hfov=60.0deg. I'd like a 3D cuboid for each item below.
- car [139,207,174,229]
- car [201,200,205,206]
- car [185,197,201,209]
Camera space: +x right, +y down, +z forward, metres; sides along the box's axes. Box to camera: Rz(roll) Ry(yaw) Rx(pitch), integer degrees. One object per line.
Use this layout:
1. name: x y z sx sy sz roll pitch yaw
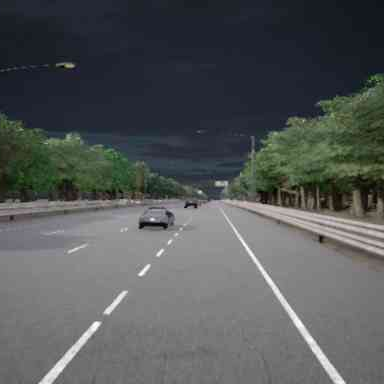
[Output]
1. car: -2.385 1.745 23.112 1.994 1.385 4.181 1 -1 3
2. car: 1.568 2.863 86.869 2.033 1.411 5.357 1 -1 4
3. car: -0.035 1.989 61.817 2.150 2.045 5.566 1 -1 4
